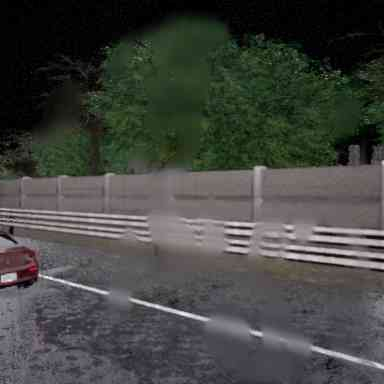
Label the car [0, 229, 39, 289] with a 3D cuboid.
[{"bbox_3d":[-5.470,1.520,7.892,4.674,1.442,1.812,0,0,35],"label":"car"}]
